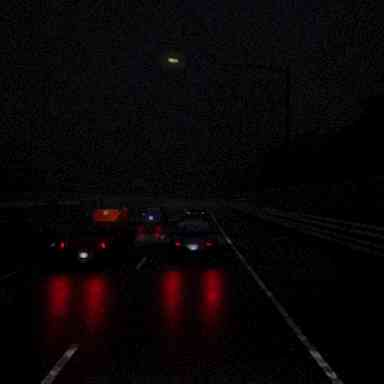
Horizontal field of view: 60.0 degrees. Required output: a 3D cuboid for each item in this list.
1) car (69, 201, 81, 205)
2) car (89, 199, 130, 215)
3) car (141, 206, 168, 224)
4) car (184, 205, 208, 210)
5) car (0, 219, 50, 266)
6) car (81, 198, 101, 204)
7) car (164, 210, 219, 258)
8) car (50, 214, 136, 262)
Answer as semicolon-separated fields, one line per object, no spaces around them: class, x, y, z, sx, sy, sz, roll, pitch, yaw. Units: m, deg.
car;-22.709;2.515;65.822;1.812;1.442;4.674;0;-1;3
car;-6.658;1.717;27.979;2.097;1.767;4.553;0;-1;2
car;-3.142;1.898;28.401;1.812;1.442;4.674;0;-1;2
car;0.342;1.861;27.921;2.128;1.511;4.902;0;-1;2
car;-6.937;1.698;12.154;2.033;1.411;5.357;0;-1;1
car;-19.216;2.215;65.611;2.150;2.045;5.566;0;-1;3
car;0.096;1.695;13.473;1.812;1.442;4.674;0;-1;1
car;-3.421;1.761;12.842;1.895;1.301;4.718;0;-1;1
